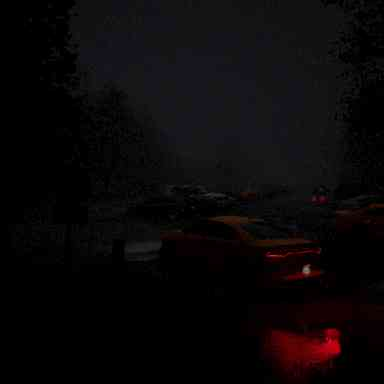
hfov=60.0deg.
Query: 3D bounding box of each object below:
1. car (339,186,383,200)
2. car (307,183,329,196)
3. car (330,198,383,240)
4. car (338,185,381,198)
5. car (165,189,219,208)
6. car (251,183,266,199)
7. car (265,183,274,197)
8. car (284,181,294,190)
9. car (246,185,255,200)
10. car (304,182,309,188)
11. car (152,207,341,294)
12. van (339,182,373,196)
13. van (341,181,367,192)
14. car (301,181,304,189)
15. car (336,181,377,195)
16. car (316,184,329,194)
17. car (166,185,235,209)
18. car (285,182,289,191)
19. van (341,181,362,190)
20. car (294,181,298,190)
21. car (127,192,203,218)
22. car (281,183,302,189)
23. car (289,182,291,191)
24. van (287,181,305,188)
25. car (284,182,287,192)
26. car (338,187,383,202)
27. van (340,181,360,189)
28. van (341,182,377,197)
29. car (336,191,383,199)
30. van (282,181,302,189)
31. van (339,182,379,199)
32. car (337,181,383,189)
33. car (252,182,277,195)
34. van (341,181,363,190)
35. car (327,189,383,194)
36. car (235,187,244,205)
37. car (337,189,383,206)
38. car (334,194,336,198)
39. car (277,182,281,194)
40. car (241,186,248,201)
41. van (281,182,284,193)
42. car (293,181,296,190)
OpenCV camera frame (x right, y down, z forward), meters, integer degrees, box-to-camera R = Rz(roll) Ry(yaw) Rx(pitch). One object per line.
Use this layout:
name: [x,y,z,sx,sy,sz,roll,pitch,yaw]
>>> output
car: [20.073,0.134,39.559,4.792,1.488,2.163,1,3,24]
car: [18.187,-0.197,47.515,2.128,1.511,4.902,1,2,24]
car: [8.804,1.279,14.423,5.008,1.535,2.097,1,3,24]
car: [22.309,-0.096,44.620,5.008,1.535,2.097,1,2,24]
car: [-0.920,0.834,24.693,5.008,1.535,2.097,1,3,24]
car: [5.745,0.103,40.074,5.366,1.575,1.946,1,3,24]
car: [7.165,0.000,42.343,5.366,1.575,1.946,1,3,24]
car: [15.877,-0.796,62.752,5.366,1.575,1.946,1,2,24]
car: [3.433,0.347,34.899,5.366,1.575,1.946,1,3,24]
car: [26.257,-1.906,85.455,5.566,2.045,2.435,1,2,24]
car: [0.942,1.359,8.600,1.882,1.535,5.008,2,-1,-32]
van: [24.456,-0.516,49.716,4.442,1.987,1.878,1,2,24]
van: [31.496,-1.092,64.902,4.442,1.987,1.878,1,2,24]
car: [22.831,-1.367,77.878,5.008,1.535,2.097,1,2,24]
car: [25.666,-0.636,52.206,5.566,2.045,2.435,1,2,24]
car: [22.385,-0.568,56.910,1.882,1.535,5.008,1,2,24]
car: [0.232,0.463,27.204,5.566,2.045,2.435,1,3,24]
car: [13.756,-0.568,57.623,4.792,1.488,2.163,1,2,24]
van: [37.091,-1.567,77.427,4.442,1.987,1.878,1,2,24]
car: [18.304,-0.981,67.746,4.892,1.521,2.231,1,2,24]
car: [-2.083,0.983,22.176,4.792,1.488,2.163,1,3,24]
car: [23.970,-1.423,80.410,4.674,1.452,2.002,1,2,24]
car: [14.888,-0.665,60.156,4.792,1.488,2.163,1,2,24]
van: [28.381,-2.001,90.569,4.442,1.987,1.878,1,1,24]
car: [12.624,-0.472,55.090,4.792,1.488,2.163,1,2,24]
car: [18.997,0.237,37.151,4.792,1.488,2.163,1,3,24]
van: [38.062,-1.672,80.171,4.442,1.987,1.878,1,2,24]
van: [23.540,-0.416,47.093,4.442,1.987,1.878,1,2,24]
car: [9.966,1.034,16.930,4.553,1.767,2.185,1,3,24]
van: [24.993,-1.787,82.981,4.442,1.987,1.878,1,2,24]
van: [21.070,-0.224,42.115,4.442,1.987,1.878,1,3,24]
car: [15.558,0.314,29.444,5.566,2.045,2.435,1,3,24]
car: [9.286,-0.335,47.462,4.553,1.767,2.185,1,3,24]
van: [36.013,-1.476,75.013,4.442,1.987,1.878,1,2,24]
car: [13.105,0.798,24.491,5.366,1.575,1.946,1,3,24]
car: [1.508,0.593,29.684,5.366,1.575,1.946,1,3,24]
car: [16.636,0.473,32.007,4.792,1.488,2.163,1,3,24]
car: [10.990,1.074,19.375,4.792,1.488,2.163,1,3,24]
car: [10.414,-0.279,49.999,4.792,1.488,2.163,1,2,24]
car: [2.476,0.474,32.290,4.892,1.521,2.231,1,3,24]
van: [11.626,-0.629,52.488,4.442,1.987,1.878,1,2,24]
car: [17.184,-0.885,65.207,4.892,1.521,2.231,1,2,24]
